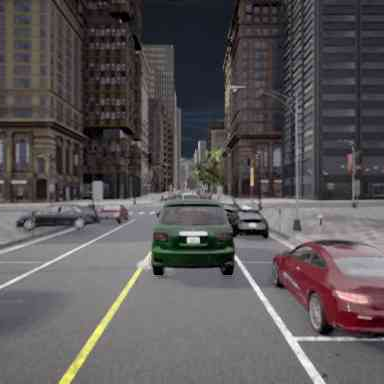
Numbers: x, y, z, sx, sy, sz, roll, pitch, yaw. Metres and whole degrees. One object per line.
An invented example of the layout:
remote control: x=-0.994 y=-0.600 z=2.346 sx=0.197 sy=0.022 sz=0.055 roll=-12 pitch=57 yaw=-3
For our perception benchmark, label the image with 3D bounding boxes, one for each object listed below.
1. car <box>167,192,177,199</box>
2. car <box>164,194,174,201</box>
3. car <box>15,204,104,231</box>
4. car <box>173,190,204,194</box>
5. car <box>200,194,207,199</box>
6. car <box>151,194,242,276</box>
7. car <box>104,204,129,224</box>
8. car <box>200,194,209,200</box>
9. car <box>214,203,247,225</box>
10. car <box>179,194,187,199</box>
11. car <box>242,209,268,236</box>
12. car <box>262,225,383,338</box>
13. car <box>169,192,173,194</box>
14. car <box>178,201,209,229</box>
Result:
car: x=-5.353 y=0.948 z=90.151 sx=2.192 sy=1.841 sz=5.009 roll=1 pitch=0 yaw=0
car: x=-5.428 y=1.253 z=79.071 sx=1.887 sy=1.381 sz=4.507 roll=0 pitch=0 yaw=0
car: x=-7.497 y=1.364 z=18.700 sx=4.403 sy=1.369 sz=2.008 roll=-1 pitch=1 yaw=-9
car: x=-0.466 y=1.121 z=36.044 sx=2.150 sy=2.045 sz=5.566 roll=0 pitch=1 yaw=-8
car: x=3.171 y=1.157 z=90.271 sx=1.752 sy=1.417 sz=4.829 roll=1 pitch=0 yaw=0
car: x=0.019 y=1.213 z=10.473 sx=2.150 sy=2.045 sz=5.566 roll=0 pitch=0 yaw=0
car: x=-5.759 y=1.543 z=24.624 sx=1.802 sy=1.307 sz=4.206 roll=0 pitch=0 yaw=0
car: x=3.134 y=1.239 z=84.560 sx=1.947 sy=1.339 sz=4.313 roll=1 pitch=0 yaw=0
car: x=2.767 y=1.527 z=24.619 sx=1.947 sy=1.339 sz=4.313 roll=0 pitch=0 yaw=0
car: x=-2.579 y=1.162 z=93.312 sx=1.994 sy=1.385 sz=4.181 roll=0 pitch=0 yaw=0
car: x=2.766 y=1.546 z=17.253 sx=1.947 sy=1.339 sz=4.313 roll=0 pitch=0 yaw=0
car: x=2.765 y=1.578 z=6.451 sx=1.802 sy=1.307 sz=4.206 roll=0 pitch=0 yaw=0
car: x=-5.499 y=1.317 z=67.991 sx=1.887 sy=1.381 sz=4.507 roll=0 pitch=0 yaw=0
car: x=0.100 y=1.445 z=22.225 sx=1.882 sy=1.535 sz=5.008 roll=0 pitch=-1 yaw=0
